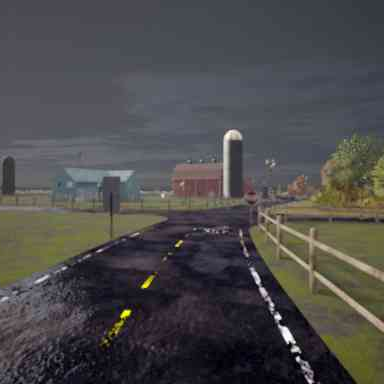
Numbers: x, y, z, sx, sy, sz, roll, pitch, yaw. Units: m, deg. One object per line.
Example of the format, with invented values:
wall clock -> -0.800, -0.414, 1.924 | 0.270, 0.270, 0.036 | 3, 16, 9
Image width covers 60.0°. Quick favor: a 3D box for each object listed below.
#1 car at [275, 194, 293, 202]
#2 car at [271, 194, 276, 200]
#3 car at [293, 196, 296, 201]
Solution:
car -> 21.392, 1.611, 76.985 | 2.128, 1.511, 4.902 | 0, 0, 25
car -> 20.660, 1.230, 81.926 | 2.128, 1.511, 4.902 | 0, 0, 25
car -> 25.787, 1.530, 86.436 | 1.994, 1.385, 4.181 | 0, 0, 25
